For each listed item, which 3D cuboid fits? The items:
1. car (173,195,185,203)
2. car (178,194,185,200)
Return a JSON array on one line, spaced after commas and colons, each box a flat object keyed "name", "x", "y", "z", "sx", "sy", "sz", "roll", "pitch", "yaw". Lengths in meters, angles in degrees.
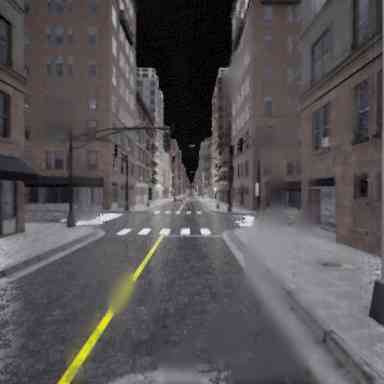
[{"name": "car", "x": -2.993, "y": 1.498, "z": 70.311, "sx": 1.812, "sy": 1.442, "sz": 4.674, "roll": 0, "pitch": 0, "yaw": 0}, {"name": "car", "x": -2.991, "y": 1.453, "z": 95.342, "sx": 1.812, "sy": 1.442, "sz": 4.674, "roll": 0, "pitch": 0, "yaw": 0}]
